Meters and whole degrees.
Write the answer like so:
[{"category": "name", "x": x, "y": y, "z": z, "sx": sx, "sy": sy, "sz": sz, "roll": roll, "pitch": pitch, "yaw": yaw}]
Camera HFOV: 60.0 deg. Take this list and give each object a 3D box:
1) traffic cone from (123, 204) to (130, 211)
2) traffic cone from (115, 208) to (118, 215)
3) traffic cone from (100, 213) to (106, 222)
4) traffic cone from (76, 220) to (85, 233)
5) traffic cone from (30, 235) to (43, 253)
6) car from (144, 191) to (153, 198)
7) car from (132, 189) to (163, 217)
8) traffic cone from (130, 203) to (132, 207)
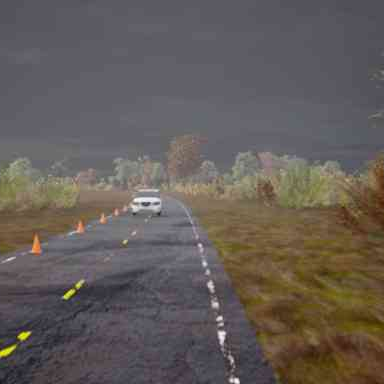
[{"category": "traffic cone", "x": -6.286, "y": 1.467, "z": 31.335, "sx": 0.340, "sy": 0.580, "sz": 0.340, "roll": 0, "pitch": 1, "yaw": -4}, {"category": "traffic cone", "x": -5.979, "y": 1.543, "z": 26.373, "sx": 0.340, "sy": 0.580, "sz": 0.340, "roll": 0, "pitch": 1, "yaw": -3}, {"category": "traffic cone", "x": -5.723, "y": 1.620, "z": 21.407, "sx": 0.340, "sy": 0.580, "sz": 0.340, "roll": 0, "pitch": 1, "yaw": -3}, {"category": "traffic cone", "x": -5.517, "y": 1.697, "z": 16.440, "sx": 0.340, "sy": 0.580, "sz": 0.340, "roll": 0, "pitch": 1, "yaw": -2}, {"category": "traffic cone", "x": -5.362, "y": 1.774, "z": 11.470, "sx": 0.340, "sy": 0.580, "sz": 0.340, "roll": 0, "pitch": 1, "yaw": -2}, {"category": "car", "x": -9.355, "y": 0.526, "z": 71.013, "sx": 1.895, "sy": 1.301, "sz": 4.718, "roll": 0, "pitch": 1, "yaw": -8}, {"category": "car", "x": -3.527, "y": 0.799, "z": 26.951, "sx": 2.150, "sy": 2.045, "sz": 5.566, "roll": 0, "pitch": 1, "yaw": -3}, {"category": "traffic cone", "x": -6.642, "y": 1.391, "z": 36.294, "sx": 0.340, "sy": 0.580, "sz": 0.340, "roll": 0, "pitch": 1, "yaw": -4}]
